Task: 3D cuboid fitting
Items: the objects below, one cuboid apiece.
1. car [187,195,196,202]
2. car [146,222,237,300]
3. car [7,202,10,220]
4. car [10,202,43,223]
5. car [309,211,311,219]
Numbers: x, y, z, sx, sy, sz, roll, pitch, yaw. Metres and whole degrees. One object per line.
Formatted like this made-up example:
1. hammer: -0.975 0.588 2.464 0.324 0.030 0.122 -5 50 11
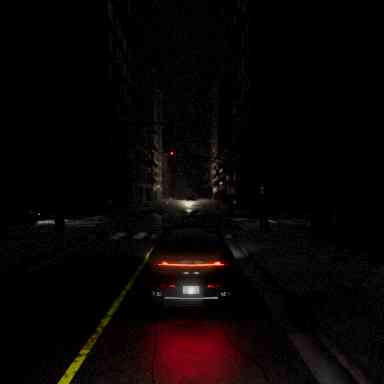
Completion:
1. car: -0.166 1.497 82.423 2.097 1.767 4.553 0 0 0
2. car: -0.016 1.507 8.371 1.837 1.490 4.892 0 0 0
3. car: -14.991 1.152 21.312 5.009 1.841 2.192 1 -1 -1
4. car: -13.082 1.419 24.072 4.181 1.385 1.994 1 0 -1
5. car: 12.301 1.724 27.523 5.008 1.535 1.882 1 0 -1
